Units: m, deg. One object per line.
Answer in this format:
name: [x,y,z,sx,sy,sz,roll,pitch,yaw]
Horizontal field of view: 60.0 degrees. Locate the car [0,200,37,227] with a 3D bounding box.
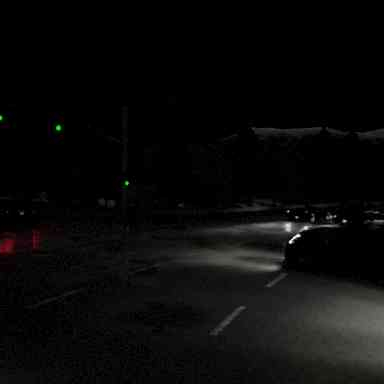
car: [-11.871,1.310,21.060,4.553,1.767,2.097,0,0,35]

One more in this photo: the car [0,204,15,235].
car: [-11.039,1.457,16.167,4.902,1.511,2.128,0,0,36]

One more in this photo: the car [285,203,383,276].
car: [4.928,1.349,9.076,4.553,1.767,2.097,0,0,36]

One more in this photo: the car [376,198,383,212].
car: [23.552,1.452,38.637,5.008,1.535,1.882,0,0,-35]

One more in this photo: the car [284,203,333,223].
car: [9.257,1.575,26.216,1.895,1.301,4.718,0,0,43]

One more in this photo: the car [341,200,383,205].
car: [11.740,1.527,23.832,2.033,1.411,5.357,0,0,41]
